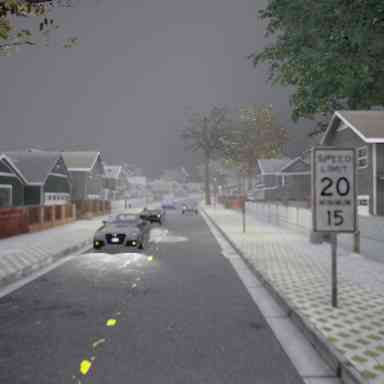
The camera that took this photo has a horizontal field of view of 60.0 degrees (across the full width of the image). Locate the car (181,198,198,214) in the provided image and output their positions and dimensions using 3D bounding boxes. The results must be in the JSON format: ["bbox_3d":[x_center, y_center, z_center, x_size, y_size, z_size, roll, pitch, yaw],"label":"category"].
[{"bbox_3d":[-0.246,1.790,38.509,2.033,1.411,5.357,0,0,-1],"label":"car"}]

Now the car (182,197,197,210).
[{"bbox_3d":[-0.341,1.634,49.140,2.097,1.767,4.553,0,0,0],"label":"car"}]

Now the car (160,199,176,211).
[{"bbox_3d":[-3.260,1.749,45.912,1.882,1.535,5.008,0,0,0],"label":"car"}]

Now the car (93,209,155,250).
[{"bbox_3d":[-2.970,1.680,14.843,1.994,1.385,4.181,0,0,0],"label":"car"}]

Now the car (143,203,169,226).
[{"bbox_3d":[-3.063,1.782,25.546,1.895,1.301,4.718,0,0,0],"label":"car"}]
